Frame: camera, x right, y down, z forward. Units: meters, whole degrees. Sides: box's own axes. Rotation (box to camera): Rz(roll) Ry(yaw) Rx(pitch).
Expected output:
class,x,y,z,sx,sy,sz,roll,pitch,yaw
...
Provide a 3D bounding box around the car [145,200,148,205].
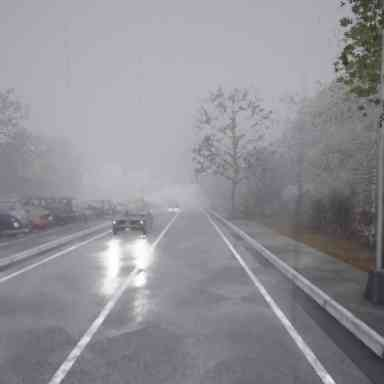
class,x,y,z,sx,sy,sz,roll,pitch,yaw
car,-10.286,2.120,54.915,4.792,1.488,2.163,0,-1,0

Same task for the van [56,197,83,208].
class,x,y,z,sx,sy,sz,roll,pitch,yaw
van,-23.285,2.010,63.326,4.442,1.987,1.878,0,-1,0

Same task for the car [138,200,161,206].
class,x,y,z,sx,sy,sz,roll,pitch,yaw
car,-10.495,2.693,82.660,5.366,1.575,1.946,0,-1,0

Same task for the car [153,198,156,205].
class,x,y,z,sx,sy,sz,roll,pitch,yaw
car,-10.307,2.289,66.019,4.892,1.521,2.231,0,-1,0

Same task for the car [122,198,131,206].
class,x,y,z,sx,sy,sz,roll,pitch,yaw
car,-10.133,1.804,38.261,5.366,1.575,1.946,0,-1,0

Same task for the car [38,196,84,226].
class,x,y,z,sx,sy,sz,roll,pitch,yaw
car,-10.350,1.272,21.610,5.566,2.045,2.435,0,-1,0

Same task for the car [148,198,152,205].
class,x,y,z,sx,sy,sz,roll,pitch,yaw
car,-10.343,2.214,60.467,4.792,1.488,2.163,0,-1,0

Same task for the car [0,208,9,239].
class,x,y,z,sx,sy,sz,roll,pitch,yaw
car,-10.326,1.540,13.297,4.674,1.452,2.002,0,0,0

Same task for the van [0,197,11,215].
class,x,y,z,sx,sy,sz,roll,pitch,yaw
van,-23.515,1.580,38.256,4.442,1.987,1.878,0,-1,0

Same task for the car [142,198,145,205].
class,x,y,z,sx,sy,sz,roll,pitch,yaw
car,-10.286,2.072,52.139,4.792,1.488,2.163,0,-1,0

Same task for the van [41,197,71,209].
class,x,y,z,sx,sy,sz,roll,pitch,yaw
van,-23.510,1.912,57.771,4.442,1.987,1.878,0,-1,0

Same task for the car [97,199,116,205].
class,x,y,z,sx,sy,sz,roll,pitch,yaw
car,-23.419,2.781,90.868,4.553,1.767,2.185,0,-1,0

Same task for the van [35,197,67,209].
class,x,y,z,sx,sy,sz,roll,pitch,yaw
van,-23.278,1.865,55.001,4.442,1.987,1.878,0,-1,0

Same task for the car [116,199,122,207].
class,x,y,z,sx,sy,sz,roll,pitch,yaw
car,-10.287,1.634,35.487,4.553,1.767,2.185,0,-1,0

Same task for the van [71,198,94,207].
class,x,y,z,sx,sy,sz,roll,pitch,yaw
van,-23.508,2.184,71.488,4.442,1.987,1.878,0,-1,0

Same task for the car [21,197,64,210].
class,x,y,z,sx,sy,sz,roll,pitch,yaw
car,-23.367,1.793,52.232,5.566,2.045,2.435,0,-1,0

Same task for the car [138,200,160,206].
class,x,y,z,sx,sy,sz,roll,pitch,yaw
car,-10.316,2.626,79.884,4.892,1.521,2.231,0,-1,0

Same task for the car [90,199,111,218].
class,x,y,z,sx,sy,sz,roll,pitch,yaw
car,-10.314,1.665,29.933,5.008,1.535,2.097,0,-1,0

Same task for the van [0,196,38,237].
class,x,y,z,sx,sy,sz,roll,pitch,yaw
van,-10.206,1.277,16.074,4.442,1.987,1.878,0,0,0

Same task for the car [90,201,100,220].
class,x,y,z,sx,sy,sz,roll,pitch,yaw
car,-10.323,1.658,27.157,4.674,1.452,2.002,0,-1,0

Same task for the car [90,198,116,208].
class,x,y,z,sx,sy,sz,roll,pitch,yaw
car,-10.288,1.586,32.712,4.553,1.767,2.185,0,-1,0

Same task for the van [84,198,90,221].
class,x,y,z,sx,sy,sz,roll,pitch,yaw
van,-10.204,1.344,24.386,4.442,1.987,1.878,0,-1,0

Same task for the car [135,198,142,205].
class,x,y,z,sx,sy,sz,roll,pitch,yaw
car,-10.131,1.945,46.588,5.366,1.575,1.946,0,-1,0

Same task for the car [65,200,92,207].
class,x,y,z,sx,sy,sz,roll,pitch,yaw
car,-23.421,2.375,68.711,4.792,1.488,2.163,0,-1,0

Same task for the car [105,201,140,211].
class,x,y,z,sx,sy,sz,roll,pitch,yaw
car,-10.287,2.025,49.363,4.792,1.488,2.163,0,-1,0

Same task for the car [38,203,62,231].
class,x,y,z,sx,sy,sz,roll,pitch,yaw
car,-10.351,1.535,18.856,4.792,1.488,2.163,0,-1,0

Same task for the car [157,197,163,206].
class,x,y,z,sx,sy,sz,roll,pitch,yaw
car,-10.125,2.550,77.110,5.366,1.575,1.946,0,-1,0

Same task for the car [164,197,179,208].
class,x,y,z,sx,sy,sz,roll,pitch,yaw
car,-3.373,2.203,60.978,2.128,1.511,4.902,0,-1,0

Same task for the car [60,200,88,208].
class,x,y,z,sx,sy,sz,roll,pitch,yaw
car,-23.421,2.318,66.072,4.792,1.488,2.163,0,-1,0

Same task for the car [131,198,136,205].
class,x,y,z,sx,sy,sz,roll,pitch,yaw
car,-10.323,1.902,43.813,4.892,1.521,2.231,0,-1,0

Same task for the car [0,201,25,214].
class,x,y,z,sx,sy,sz,roll,pitch,yaw
car,-23.400,1.893,41.022,4.674,1.452,2.002,0,-1,0

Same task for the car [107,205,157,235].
class,x,y,z,sx,sy,sz,roll,pitch,yaw
car,-3.359,1.682,19.631,1.895,1.301,4.718,0,0,0

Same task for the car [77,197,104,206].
class,x,y,z,sx,sy,sz,roll,pitch,yaw
car,-23.419,2.302,77.150,5.566,2.045,2.435,0,-1,0

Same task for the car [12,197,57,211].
class,x,y,z,sx,sy,sz,roll,pitch,yaw
car,-23.368,1.745,49.462,5.566,2.045,2.435,0,-1,0

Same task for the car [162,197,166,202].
class,x,y,z,sx,sy,sz,roll,pitch,yaw
car,-10.337,2.516,85.442,5.566,2.045,2.435,0,-1,0

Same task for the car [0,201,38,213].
class,x,y,z,sx,sy,sz,roll,pitch,yaw
car,-23.391,1.902,43.917,5.008,1.535,2.097,0,-1,0

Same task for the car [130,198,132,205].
class,x,y,z,sx,sy,sz,roll,pitch,yaw
car,-10.311,1.855,41.037,4.892,1.521,2.231,0,-1,0
